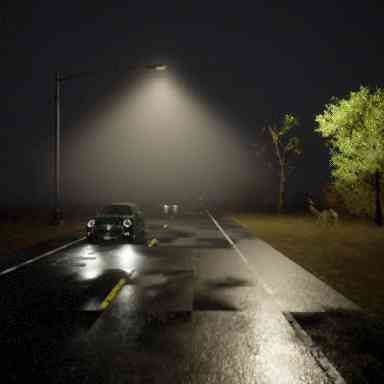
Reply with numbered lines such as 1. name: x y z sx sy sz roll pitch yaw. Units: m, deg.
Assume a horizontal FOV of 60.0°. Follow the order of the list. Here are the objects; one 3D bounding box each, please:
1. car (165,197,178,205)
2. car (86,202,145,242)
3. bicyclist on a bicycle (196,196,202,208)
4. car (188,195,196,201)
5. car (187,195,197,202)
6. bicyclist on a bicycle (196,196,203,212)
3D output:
1. car: -3.546 1.510 56.570 1.812 1.442 4.674 0 0 1
2. car: -3.598 1.352 16.343 2.097 1.767 4.553 0 0 0
3. bicyclist on a bicycle: 0.962 1.425 47.072 0.866 1.612 1.509 0 0 0
4. car: 0.008 1.449 82.537 1.895 1.301 4.718 0 0 0
5. car: 0.007 1.531 72.249 1.994 1.385 4.181 0 0 0
6. bicyclist on a bicycle: 0.965 1.363 36.892 0.659 1.776 1.843 0 0 0
